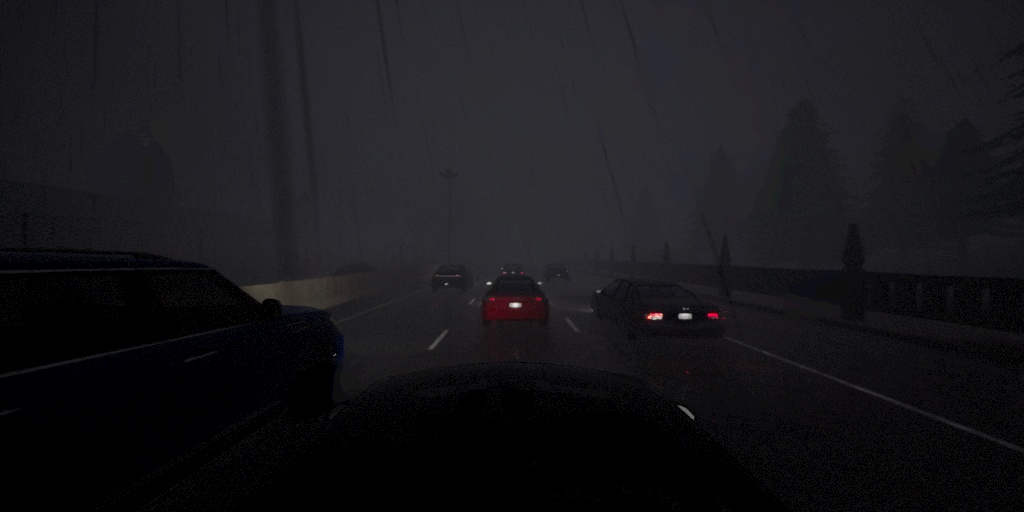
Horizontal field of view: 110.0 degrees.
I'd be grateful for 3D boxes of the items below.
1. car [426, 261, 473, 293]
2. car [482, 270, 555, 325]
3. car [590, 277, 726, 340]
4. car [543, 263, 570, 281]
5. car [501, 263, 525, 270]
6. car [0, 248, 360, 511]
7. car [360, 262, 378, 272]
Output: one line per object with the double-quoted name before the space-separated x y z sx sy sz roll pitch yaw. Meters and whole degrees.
"car" -3.411 1.254 21.070 2.128 1.511 4.902 0 0 0
"car" 0.093 1.321 11.847 1.994 1.385 4.181 0 0 0
"car" 3.595 1.303 9.960 2.033 1.411 5.357 0 0 0
"car" 3.597 1.294 29.920 1.812 1.442 4.674 0 0 0
"car" 0.084 1.316 29.666 2.033 1.411 5.357 0 0 0
"car" -3.403 0.972 2.621 2.150 2.045 5.566 0 0 0
"car" -10.611 1.329 24.018 1.994 1.385 4.181 0 0 0
